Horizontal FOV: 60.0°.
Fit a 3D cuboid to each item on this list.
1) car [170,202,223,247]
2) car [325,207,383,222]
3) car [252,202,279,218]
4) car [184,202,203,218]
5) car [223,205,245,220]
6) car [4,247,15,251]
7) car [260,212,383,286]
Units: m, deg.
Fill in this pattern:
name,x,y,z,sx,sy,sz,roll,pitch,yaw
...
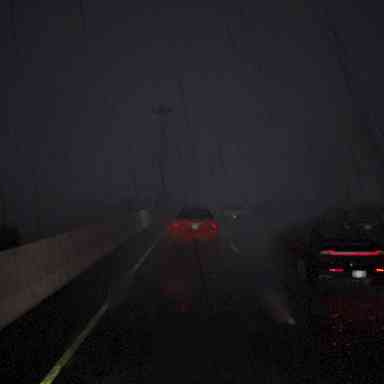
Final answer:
name,x,y,z,sx,sy,sz,roll,pitch,yaw
car,0.131,1.472,15.877,2.097,1.767,4.553,0,0,0
car,7.130,1.473,15.600,2.097,1.767,4.553,0,-1,0
car,7.165,1.743,32.721,2.128,1.511,4.902,0,0,0
car,0.156,1.780,33.783,1.812,1.442,4.674,0,0,0
car,3.661,1.835,30.793,1.895,1.301,4.718,0,0,0
car,-7.082,1.601,10.288,1.812,1.442,4.674,0,0,0
car,3.616,1.567,9.596,2.128,1.511,4.902,0,0,0
